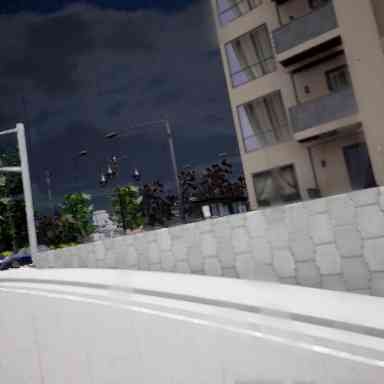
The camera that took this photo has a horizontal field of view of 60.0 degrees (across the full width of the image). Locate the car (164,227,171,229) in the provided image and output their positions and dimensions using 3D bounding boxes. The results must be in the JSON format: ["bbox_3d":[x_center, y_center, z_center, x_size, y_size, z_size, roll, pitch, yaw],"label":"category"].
[{"bbox_3d":[-3.194,5.503,44.172,2.097,1.767,4.553,-15,-8,35],"label":"car"}]

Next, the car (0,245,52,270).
[{"bbox_3d":[-14.441,5.563,28.840,2.097,1.767,4.553,-15,-8,35],"label":"car"}]
